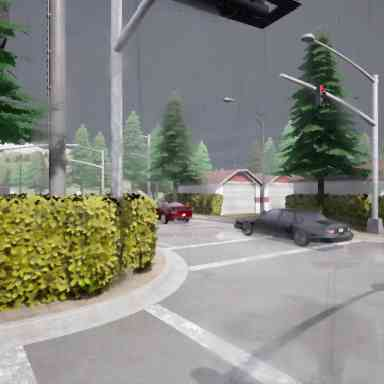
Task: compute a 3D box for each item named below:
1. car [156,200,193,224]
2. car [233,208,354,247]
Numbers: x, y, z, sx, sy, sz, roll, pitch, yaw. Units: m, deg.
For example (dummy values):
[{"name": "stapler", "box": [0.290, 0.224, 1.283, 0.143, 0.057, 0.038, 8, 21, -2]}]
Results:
[{"name": "car", "box": [-1.945, 1.305, 23.380, 1.882, 1.535, 5.008, -1, 1, -35]}, {"name": "car", "box": [4.253, 1.422, 14.787, 2.033, 1.411, 5.357, 0, 2, -35]}]
